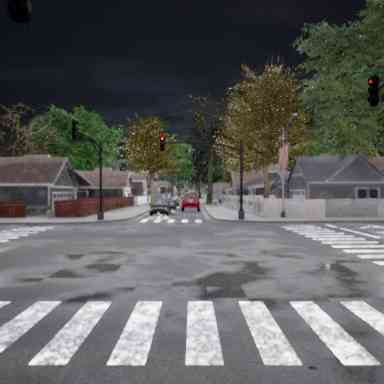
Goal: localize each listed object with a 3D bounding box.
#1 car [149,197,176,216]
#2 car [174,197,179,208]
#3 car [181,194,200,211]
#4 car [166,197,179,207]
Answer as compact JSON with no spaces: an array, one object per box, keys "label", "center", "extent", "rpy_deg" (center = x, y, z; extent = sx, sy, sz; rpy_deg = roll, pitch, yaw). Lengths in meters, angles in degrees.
[{"label":"car","center":[-3.028,1.542,32.957],"extent":[2.033,1.411,5.357],"rpy_deg":[0,0,0]},{"label":"car","center":[-3.008,1.562,42.846],"extent":[1.994,1.385,4.181],"rpy_deg":[0,0,0]},{"label":"car","center":[-0.154,1.219,41.578],"extent":[2.150,2.045,5.566],"rpy_deg":[0,0,0]},{"label":"car","center":[-3.027,1.529,53.096],"extent":[1.812,1.442,4.674],"rpy_deg":[0,0,0]}]
